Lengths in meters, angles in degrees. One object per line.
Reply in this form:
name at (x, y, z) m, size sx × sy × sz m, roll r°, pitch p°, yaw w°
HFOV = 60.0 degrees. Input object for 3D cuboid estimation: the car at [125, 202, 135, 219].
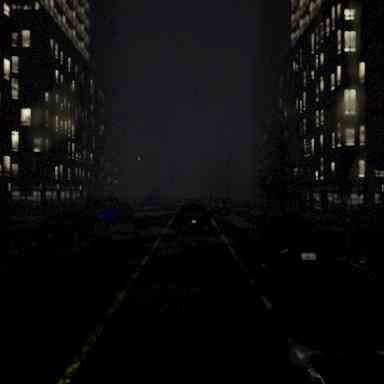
car at (-5.695, 1.437, 26.835) m, size 1.802 × 1.307 × 4.206 m, roll 0°, pitch 0°, yaw 0°

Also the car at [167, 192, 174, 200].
car at (-5.710, 1.086, 77.892) m, size 1.752 × 1.417 × 4.829 m, roll 0°, pitch 0°, yaw 0°

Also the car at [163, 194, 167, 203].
car at (-5.704, 1.259, 55.295) m, size 1.947 × 1.339 × 4.313 m, roll 0°, pitch 0°, yaw 0°

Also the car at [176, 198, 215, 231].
car at (0.094, 1.372, 19.691) m, size 1.882 × 1.535 × 5.008 m, roll 0°, pitch 0°, yaw 0°

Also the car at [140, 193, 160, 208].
car at (-5.700, 1.199, 43.909) m, size 1.967 × 1.590 × 4.097 m, roll 0°, pitch 0°, yaw 0°

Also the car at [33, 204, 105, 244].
car at (-5.692, 1.462, 15.450) m, size 1.887 × 1.381 × 4.507 m, roll 0°, pitch 0°, yaw 0°

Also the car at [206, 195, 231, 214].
car at (2.684, 1.264, 32.513) m, size 1.967 × 1.590 × 4.097 m, roll 0°, pitch 0°, yaw 0°

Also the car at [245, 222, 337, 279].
car at (2.690, 1.514, 9.748) m, size 1.947 × 1.339 × 4.313 m, roll 0°, pitch 0°, yaw 0°

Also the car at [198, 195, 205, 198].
car at (0.088, 1.359, 37.598) m, size 1.994 × 1.385 × 4.181 m, roll 0°, pitch 0°, yaw 0°

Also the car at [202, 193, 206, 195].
car at (2.679, 1.251, 49.760) m, size 1.752 × 1.417 × 4.829 m, roll 0°, pitch 0°, yaw 0°

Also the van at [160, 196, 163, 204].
van at (-5.701, 1.067, 49.602) m, size 1.690 × 1.788 × 3.998 m, roll 0°, pitch 0°, yaw 0°

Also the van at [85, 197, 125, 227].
van at (-5.693, 1.228, 21.141) m, size 1.690 × 1.788 × 3.998 m, roll 0°, pitch 0°, yaw 0°

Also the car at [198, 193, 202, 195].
car at (2.671, 1.000, 78.048) m, size 1.967 × 1.590 × 4.097 m, roll 0°, pitch 0°, yaw 0°

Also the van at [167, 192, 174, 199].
van at (-5.713, 0.833, 89.446) m, size 1.690 × 1.788 × 3.998 m, roll 0°, pitch 0°, yaw 0°

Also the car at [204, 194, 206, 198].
car at (2.680, 1.341, 43.898) m, size 1.802 × 1.307 × 4.206 m, roll 0°, pitch 0°, yaw 0°

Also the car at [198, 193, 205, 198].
car at (2.665, 1.008, 95.125) m, size 2.008 × 1.369 × 4.403 m, roll 0°, pitch 0°, yaw 0°
